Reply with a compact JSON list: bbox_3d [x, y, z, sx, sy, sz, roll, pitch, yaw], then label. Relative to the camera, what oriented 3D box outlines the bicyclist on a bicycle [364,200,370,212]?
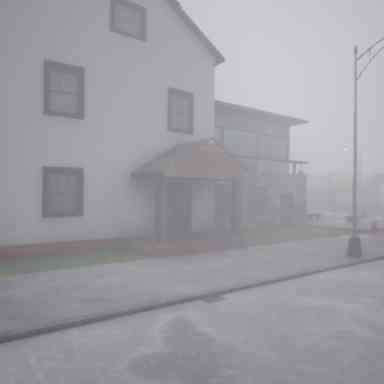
[{"bbox_3d":[22.131,1.818,42.069,1.656,1.620,0.582,0,0,-35],"label":"bicyclist on a bicycle"}]
